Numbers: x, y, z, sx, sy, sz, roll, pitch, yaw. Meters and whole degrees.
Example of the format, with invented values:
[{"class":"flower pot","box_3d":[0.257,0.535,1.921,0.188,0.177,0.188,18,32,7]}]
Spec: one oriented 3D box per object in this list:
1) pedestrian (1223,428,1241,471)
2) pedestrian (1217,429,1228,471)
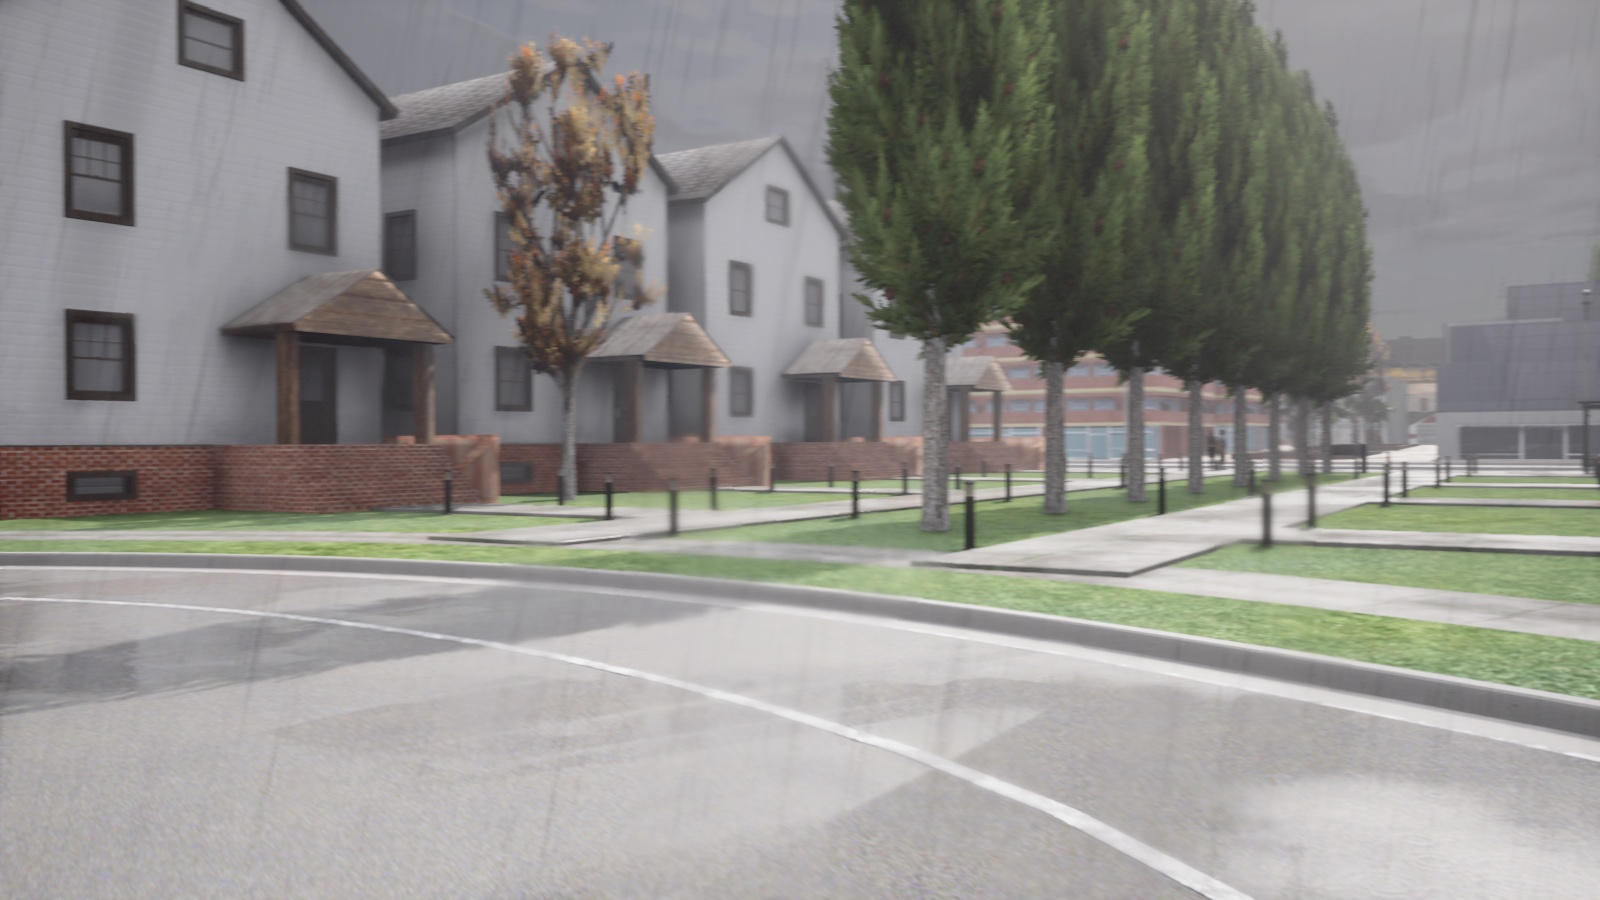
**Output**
[{"class":"pedestrian","box_3d":[18.664,-0.023,54.265,0.694,1.848,0.540,0,0,15]},{"class":"pedestrian","box_3d":[18.456,0.005,54.829,0.331,1.846,0.634,0,0,9]}]
